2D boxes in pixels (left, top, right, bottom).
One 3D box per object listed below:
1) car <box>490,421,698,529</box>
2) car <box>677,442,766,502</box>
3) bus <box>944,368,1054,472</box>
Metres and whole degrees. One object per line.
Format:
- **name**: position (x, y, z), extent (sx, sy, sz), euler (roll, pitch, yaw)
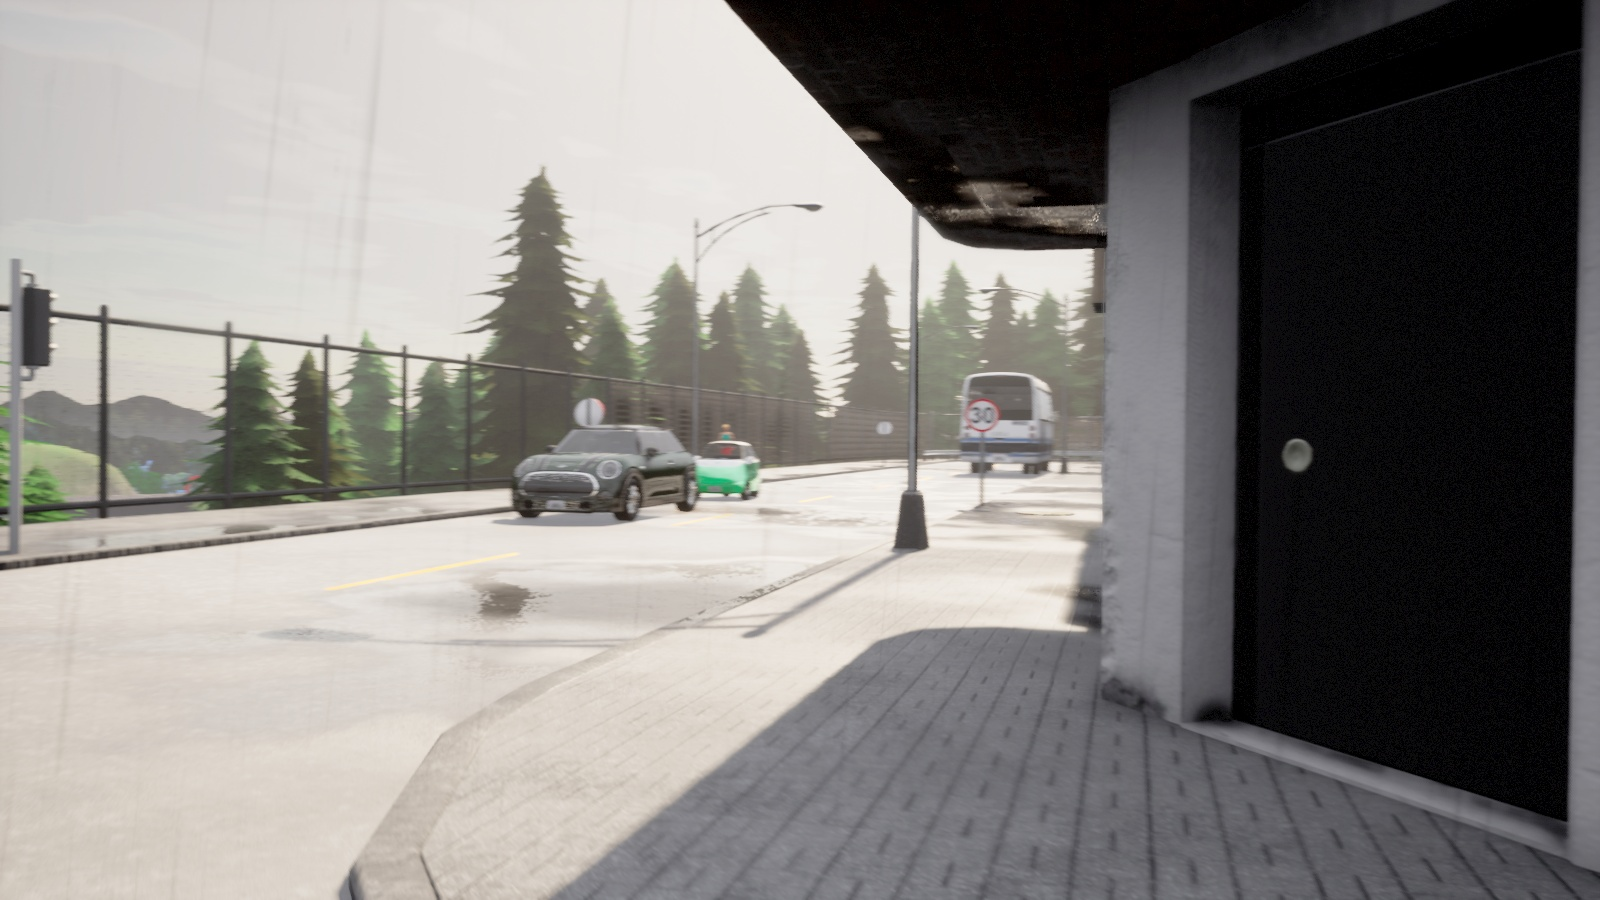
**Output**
- **car**: position (-3.598, 0.381, 22.952), extent (2.097, 1.767, 4.553), euler (0, 1, 14)
- **car**: position (-1.833, 0.496, 29.847), extent (1.481, 1.376, 2.207), euler (0, 1, 14)
- **bus**: position (9.202, -1.284, 56.860), extent (3.944, 4.253, 10.273), euler (0, 1, 14)
